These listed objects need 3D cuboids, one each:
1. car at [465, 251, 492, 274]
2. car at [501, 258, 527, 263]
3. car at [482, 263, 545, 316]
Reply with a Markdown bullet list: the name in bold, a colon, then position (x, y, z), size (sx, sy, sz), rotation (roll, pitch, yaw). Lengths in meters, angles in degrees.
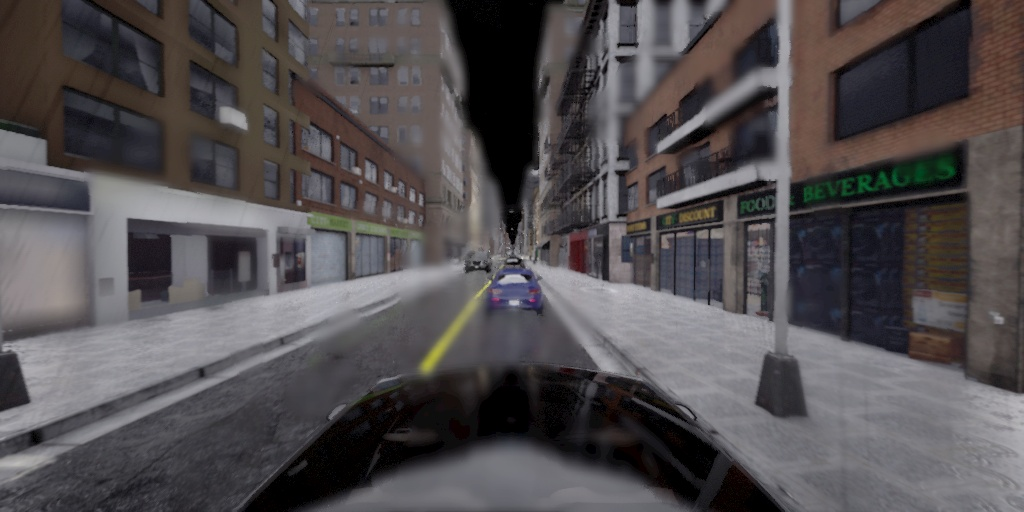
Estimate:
- **car**: position (-3.028, 0.546, 33.498), size (2.150, 2.045, 5.566), rotation (0, 1, 0)
- **car**: position (0.151, 0.879, 29.988), size (1.837, 1.490, 4.892), rotation (0, 1, 0)
- **car**: position (0.104, 1.135, 12.489), size (1.812, 1.442, 4.674), rotation (0, 1, 0)
